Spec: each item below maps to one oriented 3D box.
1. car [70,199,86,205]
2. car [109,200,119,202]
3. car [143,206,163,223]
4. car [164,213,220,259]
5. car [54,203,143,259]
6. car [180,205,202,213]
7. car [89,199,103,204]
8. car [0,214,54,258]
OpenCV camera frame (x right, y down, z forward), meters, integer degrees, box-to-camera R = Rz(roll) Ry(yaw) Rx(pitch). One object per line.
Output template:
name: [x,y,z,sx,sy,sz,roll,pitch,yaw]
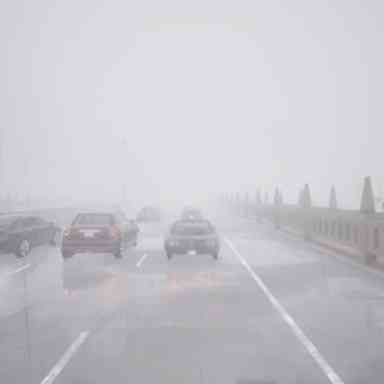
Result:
car: [-22.074,2.197,64.571,1.837,1.490,4.892,0,0,-2]
car: [-15.086,2.260,64.926,1.994,1.385,4.181,0,-1,-1]
car: [-3.570,1.875,28.618,1.994,1.385,4.181,0,-1,-1]
car: [0.020,1.745,13.235,1.895,1.301,4.718,0,-1,0]
car: [-3.476,1.497,13.412,2.097,1.767,4.553,0,-1,0]
car: [-0.073,1.840,29.065,1.812,1.442,4.674,0,0,-1]
car: [-18.580,2.199,64.747,1.837,1.490,4.892,0,0,-1]
car: [-6.977,1.654,13.488,1.837,1.490,4.892,0,0,0]
